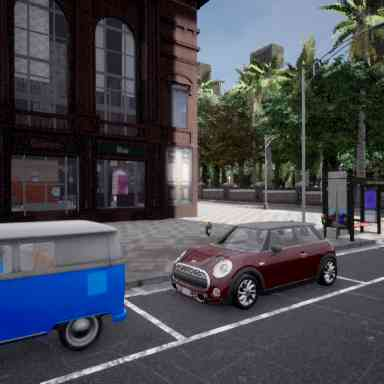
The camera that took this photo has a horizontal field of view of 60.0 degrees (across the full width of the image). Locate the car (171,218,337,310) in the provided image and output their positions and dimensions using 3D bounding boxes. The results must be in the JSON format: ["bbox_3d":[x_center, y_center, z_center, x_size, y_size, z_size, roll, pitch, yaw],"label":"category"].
[{"bbox_3d":[1.509,1.439,7.729,4.097,1.590,1.967,0,0,-35],"label":"car"}]

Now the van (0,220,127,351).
[{"bbox_3d":[-2.909,1.341,4.579,3.998,1.788,1.690,0,0,-35],"label":"van"}]
